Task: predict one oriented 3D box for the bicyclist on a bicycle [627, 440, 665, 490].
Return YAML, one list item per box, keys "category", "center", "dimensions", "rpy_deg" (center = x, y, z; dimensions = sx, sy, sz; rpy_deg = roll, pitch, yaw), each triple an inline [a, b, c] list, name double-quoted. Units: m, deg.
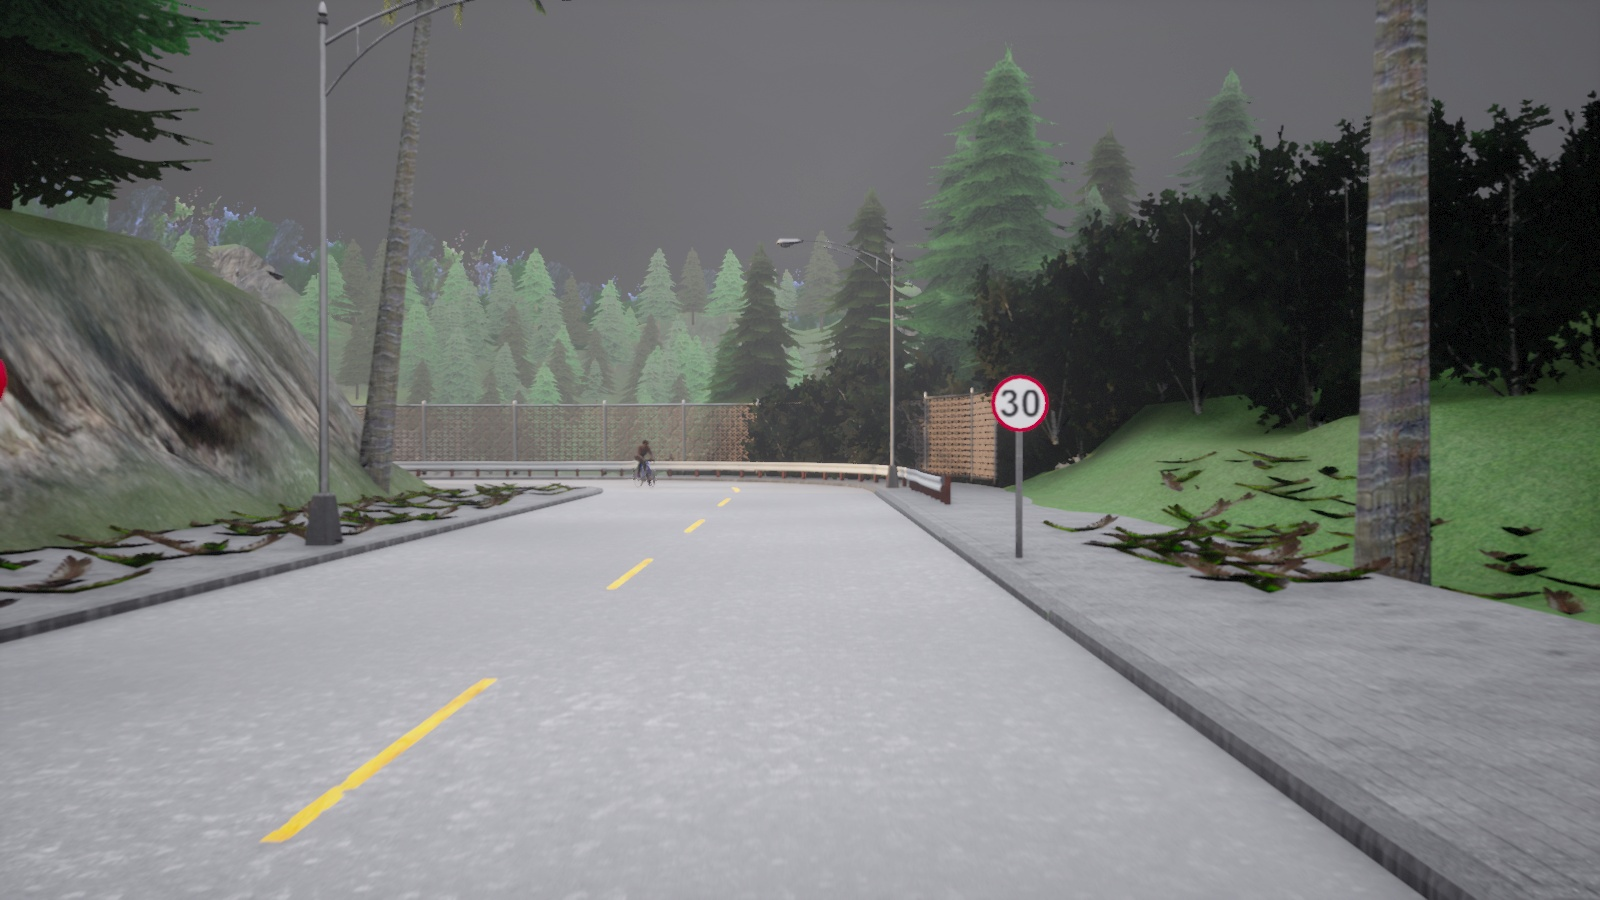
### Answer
- category: "bicyclist on a bicycle"
  center: [-5.112, 0.482, 41.600]
  dimensions: [0.582, 1.620, 1.656]
  rpy_deg: [-2, 2, -32]
